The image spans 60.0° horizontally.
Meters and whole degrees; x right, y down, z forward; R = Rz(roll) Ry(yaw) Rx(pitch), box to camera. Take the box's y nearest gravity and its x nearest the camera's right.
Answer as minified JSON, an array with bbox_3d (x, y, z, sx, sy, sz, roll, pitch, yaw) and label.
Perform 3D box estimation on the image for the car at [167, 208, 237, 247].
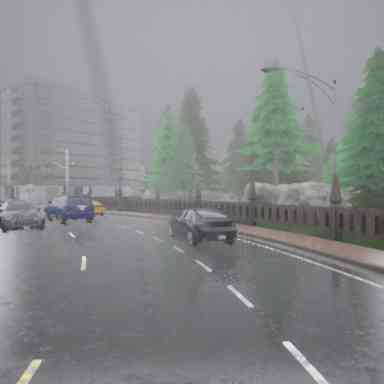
[{"bbox_3d":[0.296,1.493,15.057,1.837,1.490,4.892,1,0,-21],"label":"car"}]

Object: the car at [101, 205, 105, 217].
[{"bbox_3d":[-9.747,1.453,30.205,1.882,1.535,5.008,0,0,-43],"label":"car"}]

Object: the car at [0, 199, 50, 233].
[{"bbox_3d":[-10.165,1.336,19.686,2.097,1.767,4.553,0,0,-36],"label":"car"}]

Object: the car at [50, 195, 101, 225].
[{"bbox_3d":[-9.018,1.204,24.319,2.150,2.045,5.566,0,0,-39],"label":"car"}]
